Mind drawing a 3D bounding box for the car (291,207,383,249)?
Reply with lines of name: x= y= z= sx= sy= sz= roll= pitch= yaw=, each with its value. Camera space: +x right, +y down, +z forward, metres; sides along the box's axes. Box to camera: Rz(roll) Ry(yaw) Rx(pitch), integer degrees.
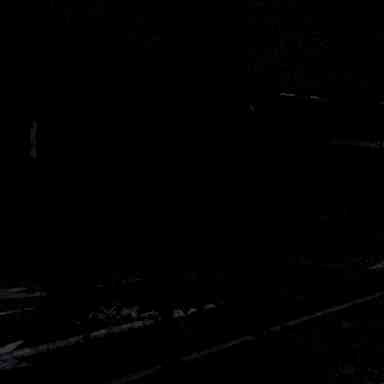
car: x=6.495 y=1.467 z=14.537 sx=5.008 sy=1.535 sz=2.097 roll=0 pitch=0 yaw=-32
